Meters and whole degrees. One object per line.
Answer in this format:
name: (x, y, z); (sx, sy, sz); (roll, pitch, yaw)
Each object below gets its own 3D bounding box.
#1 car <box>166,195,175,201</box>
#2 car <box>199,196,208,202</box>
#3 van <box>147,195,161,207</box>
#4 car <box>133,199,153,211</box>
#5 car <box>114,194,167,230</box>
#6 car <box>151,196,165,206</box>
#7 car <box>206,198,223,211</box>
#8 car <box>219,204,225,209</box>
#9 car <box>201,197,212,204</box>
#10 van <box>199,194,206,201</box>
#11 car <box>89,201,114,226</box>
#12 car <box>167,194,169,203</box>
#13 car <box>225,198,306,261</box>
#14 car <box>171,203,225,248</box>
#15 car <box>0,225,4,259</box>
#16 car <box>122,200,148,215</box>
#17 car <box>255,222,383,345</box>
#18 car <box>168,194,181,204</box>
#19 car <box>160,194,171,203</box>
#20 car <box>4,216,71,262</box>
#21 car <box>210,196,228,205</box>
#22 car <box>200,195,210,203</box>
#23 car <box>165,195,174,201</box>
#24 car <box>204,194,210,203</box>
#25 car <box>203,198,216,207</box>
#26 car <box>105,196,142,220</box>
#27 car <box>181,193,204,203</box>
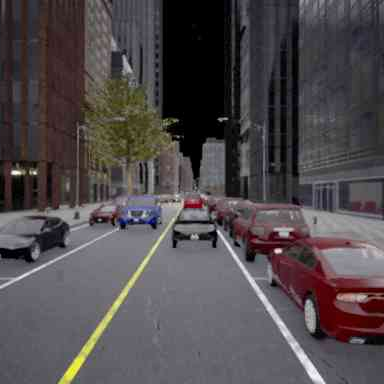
car: (-5.846, 1.546, 91.051); (1.967, 1.590, 4.097); (0, 0, 0)
car: (2.678, 1.636, 79.757); (1.947, 1.339, 4.313); (0, 0, 0)
van: (-5.851, 1.353, 51.575); (1.690, 1.788, 3.998); (0, 0, 0)
car: (-5.851, 1.576, 40.295); (1.802, 1.307, 4.206); (0, 0, 0)
car: (-3.097, 1.217, 21.306); (2.150, 2.045, 5.566); (0, 0, 0)
car: (-5.850, 1.463, 57.215); (1.967, 1.590, 4.097); (0, 0, 0)
car: (2.674, 1.519, 40.455); (1.752, 1.417, 4.829); (0, 0, 0)
car: (2.672, 1.559, 17.729); (1.947, 1.339, 4.313); (0, 0, 0)
car: (2.676, 1.578, 62.840); (1.887, 1.381, 4.507); (0, 0, 0)
van: (2.678, 1.428, 85.397); (1.690, 1.788, 3.998); (0, 0, 0)
car: (-5.853, 1.538, 23.378); (1.887, 1.381, 4.507); (0, 0, 0)
car: (-5.849, 1.360, 68.494); (2.192, 1.841, 5.009); (0, 0, 0)
car: (2.671, 1.309, 12.091); (2.192, 1.841, 5.009); (0, 0, 0)
car: (0.103, 1.485, 14.872); (2.128, 1.511, 4.902); (0, 0, 0)
car: (-5.854, 1.522, 6.289); (1.752, 1.417, 4.829); (0, 0, 0)
car: (-5.851, 1.558, 34.658); (1.947, 1.339, 4.313); (0, 0, 0)
car: (2.670, 1.540, 6.452); (1.887, 1.381, 4.507); (0, 0, 0)
car: (-2.991, 1.629, 65.295); (2.033, 1.411, 5.357); (0, 0, 0)
car: (-5.848, 1.372, 74.133); (2.192, 1.841, 5.009); (0, 0, 0)
car: (-5.854, 1.560, 12.099); (1.947, 1.339, 4.313); (0, 0, 0)
car: (2.673, 1.308, 23.368); (2.192, 1.841, 5.009); (0, 0, 0)
car: (2.677, 1.485, 68.479); (1.967, 1.590, 4.097); (0, 0, 0)
car: (-5.847, 1.527, 85.413); (1.967, 1.590, 4.097); (0, 0, 0)
car: (2.674, 1.307, 34.647); (2.192, 1.841, 5.009); (0, 0, 0)
car: (2.675, 1.593, 51.562); (1.802, 1.307, 4.206); (0, 0, 0)
car: (-5.852, 1.308, 29.017); (2.192, 1.841, 5.009); (0, 0, 0)
car: (0.107, 1.215, 40.262); (2.150, 2.045, 5.566); (0, 0, 0)
